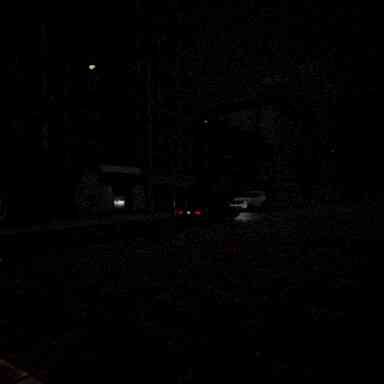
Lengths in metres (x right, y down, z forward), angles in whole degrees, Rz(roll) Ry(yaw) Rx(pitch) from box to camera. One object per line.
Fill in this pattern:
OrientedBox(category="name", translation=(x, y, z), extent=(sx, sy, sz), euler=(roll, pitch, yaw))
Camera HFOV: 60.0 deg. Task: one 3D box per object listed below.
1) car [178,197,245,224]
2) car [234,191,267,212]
OrientedBox(category="car", translation=(1.219, 1.288, 22.186), extent=(2.033, 1.411, 5.357), euler=(-2, 0, 35))
OrientedBox(category="car", translation=(5.688, 0.936, 33.687), extent=(2.150, 2.045, 5.566), euler=(-2, -1, 35))
